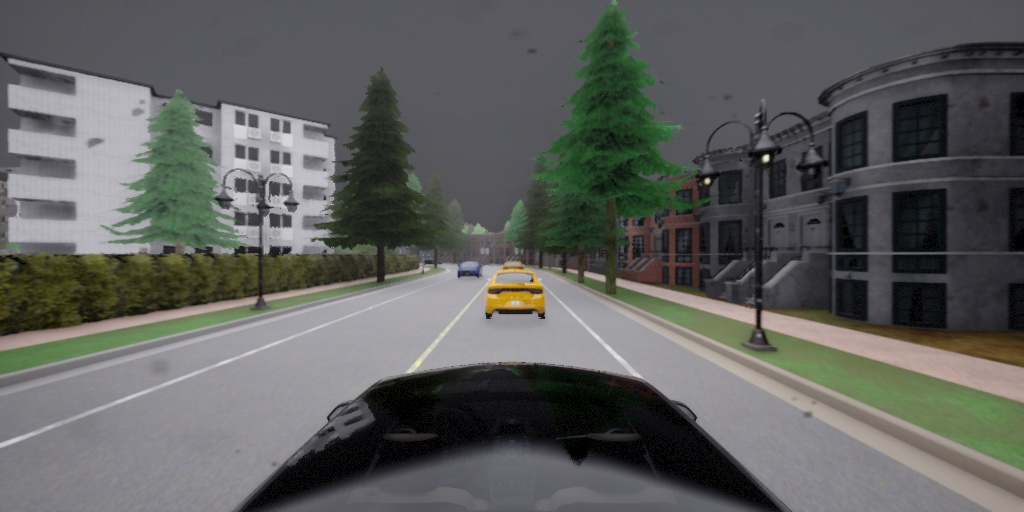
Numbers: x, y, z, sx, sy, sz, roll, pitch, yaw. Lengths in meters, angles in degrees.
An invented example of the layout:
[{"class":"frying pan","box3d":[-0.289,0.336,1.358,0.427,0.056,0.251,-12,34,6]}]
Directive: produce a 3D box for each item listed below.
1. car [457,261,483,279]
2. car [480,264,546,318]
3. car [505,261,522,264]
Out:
[{"class":"car","box3d":[-3.622,1.164,31.465,1.882,1.535,5.008,0,0,0]},{"class":"car","box3d":[0.100,1.204,12.839,1.882,1.535,5.008,0,0,0]},{"class":"car","box3d":[0.100,1.164,31.328,1.882,1.535,5.008,0,0,0]}]
